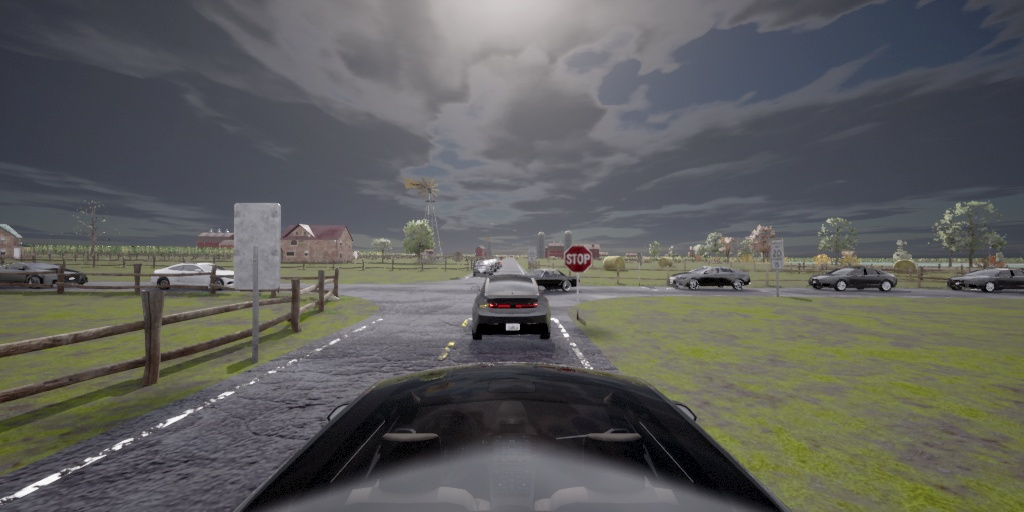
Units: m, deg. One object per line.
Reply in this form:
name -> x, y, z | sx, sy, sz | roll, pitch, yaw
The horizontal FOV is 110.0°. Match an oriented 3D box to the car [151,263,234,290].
car -> -17.255, 1.104, 19.951 | 4.674, 1.442, 1.812 | 1, -1, -1

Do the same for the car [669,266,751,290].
car -> 12.785, 1.396, 23.289 | 4.902, 1.511, 2.128 | 1, -1, -2

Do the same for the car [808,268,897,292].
car -> 22.186, 1.499, 23.466 | 4.892, 1.490, 1.837 | 1, -1, -1

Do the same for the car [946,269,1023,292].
car -> 31.689, 1.587, 23.593 | 4.892, 1.490, 1.837 | 1, -1, -1

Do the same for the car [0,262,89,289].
car -> -26.375, 1.048, 19.823 | 4.181, 1.385, 1.994 | 1, -1, -1

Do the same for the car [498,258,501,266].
car -> -2.880, 1.241, 46.136 | 2.128, 1.511, 4.902 | 0, 0, 0

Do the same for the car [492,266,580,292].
car -> 1.488, 1.369, 20.053 | 4.718, 1.301, 1.895 | 1, 0, -35

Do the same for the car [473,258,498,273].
car -> -2.882, 1.243, 36.691 | 2.128, 1.511, 4.902 | 0, 0, 0

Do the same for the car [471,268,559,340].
car -> -0.079, 1.256, 10.006 | 1.837, 1.490, 4.892 | 0, 0, -2
